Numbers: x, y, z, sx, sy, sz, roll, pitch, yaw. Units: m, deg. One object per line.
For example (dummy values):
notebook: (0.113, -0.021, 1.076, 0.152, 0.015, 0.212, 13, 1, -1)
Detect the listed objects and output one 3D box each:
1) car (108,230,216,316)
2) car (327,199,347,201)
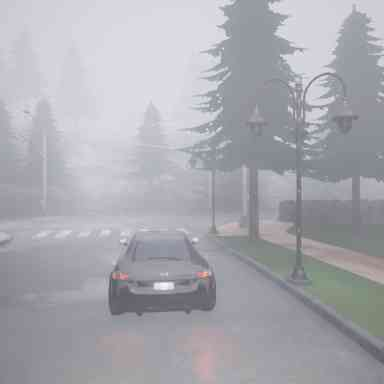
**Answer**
car: (-0.724, 1.564, 7.631, 1.994, 1.385, 4.181, 0, 0, -7)
car: (12.623, 1.347, 27.592, 4.892, 1.490, 1.837, 0, 0, -12)
